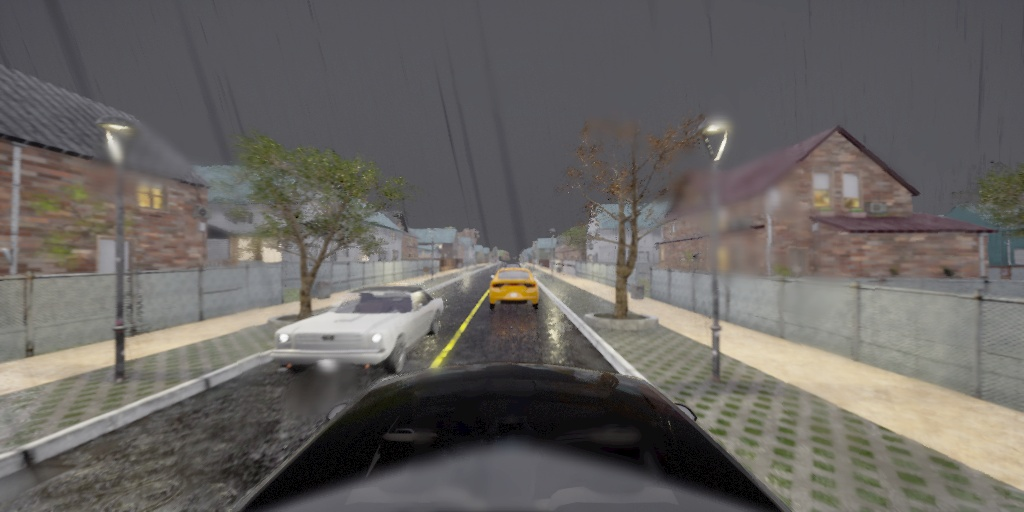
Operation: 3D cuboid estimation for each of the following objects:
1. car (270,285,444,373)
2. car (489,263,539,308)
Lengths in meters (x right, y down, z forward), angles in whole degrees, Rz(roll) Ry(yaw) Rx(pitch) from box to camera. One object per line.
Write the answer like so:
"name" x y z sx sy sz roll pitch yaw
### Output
"car" -2.816 1.354 7.710 1.895 1.301 4.718 0 0 0
"car" 0.080 1.239 15.365 1.882 1.535 5.008 0 0 0
